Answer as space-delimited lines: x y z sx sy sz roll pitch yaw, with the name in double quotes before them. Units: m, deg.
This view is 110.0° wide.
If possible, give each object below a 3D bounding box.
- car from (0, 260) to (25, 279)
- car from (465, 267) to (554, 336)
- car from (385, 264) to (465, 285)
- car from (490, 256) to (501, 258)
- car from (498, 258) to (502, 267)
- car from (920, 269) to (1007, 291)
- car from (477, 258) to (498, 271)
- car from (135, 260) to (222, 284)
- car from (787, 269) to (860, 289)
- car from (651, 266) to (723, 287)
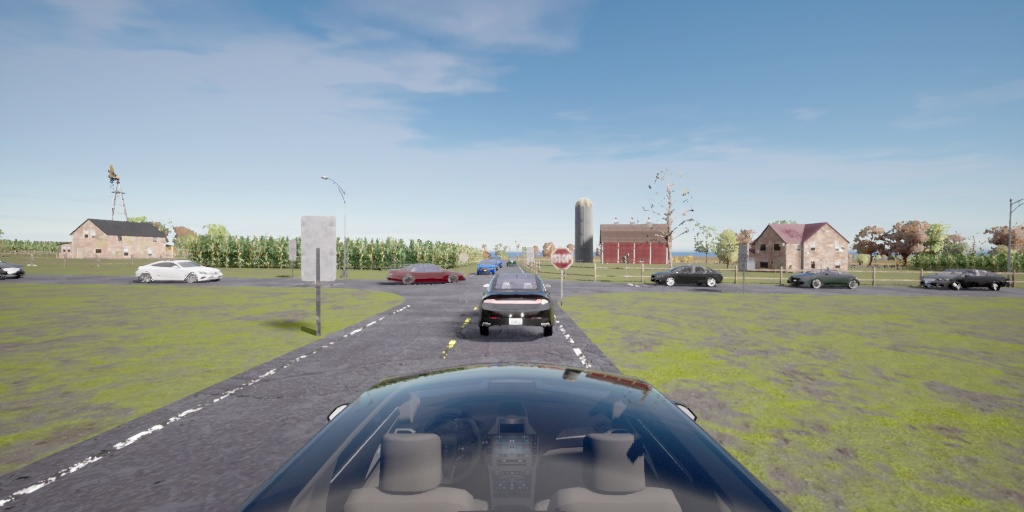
"car" -34.646 0.772 23.122 4.902 1.511 2.128 1 1 0
"car" 0.142 1.242 10.388 2.128 1.511 4.902 0 0 1
"car" -5.966 1.241 24.935 5.357 1.411 2.033 1 0 -23
"car" -2.801 1.021 61.082 2.150 2.045 5.566 0 0 1
"car" -2.824 1.330 50.505 2.033 1.411 5.357 0 0 0
"car" 32.964 1.707 26.288 4.902 1.511 2.128 1 1 0
"car" -2.814 1.247 39.878 1.882 1.535 5.008 0 0 -1
"car" -21.454 1.003 23.156 4.674 1.442 1.812 1 1 0
"car" 22.719 1.642 26.258 4.181 1.385 1.994 1 1 0
"car" 12.737 1.444 26.273 4.892 1.490 1.837 1 1 1
